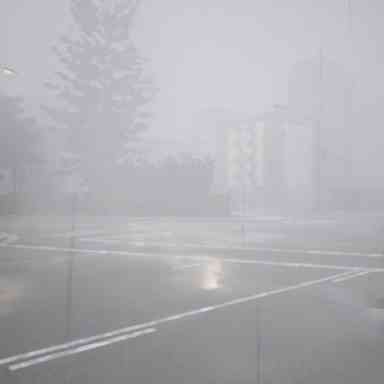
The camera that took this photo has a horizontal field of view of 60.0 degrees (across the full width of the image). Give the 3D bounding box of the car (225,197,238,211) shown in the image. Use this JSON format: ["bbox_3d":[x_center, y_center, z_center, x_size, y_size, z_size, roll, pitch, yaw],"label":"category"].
[{"bbox_3d":[3.457,1.373,40.004,2.097,1.767,4.553,0,0,-35],"label":"car"}]
